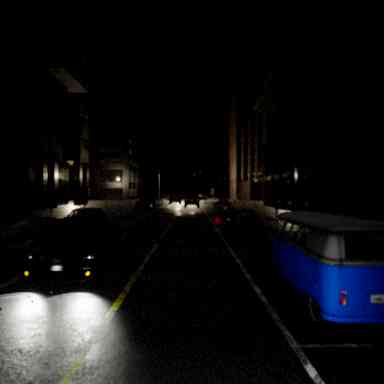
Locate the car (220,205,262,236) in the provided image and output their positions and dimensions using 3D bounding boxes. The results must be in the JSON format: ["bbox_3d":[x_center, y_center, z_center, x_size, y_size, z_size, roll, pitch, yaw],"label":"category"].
[{"bbox_3d":[2.754,1.573,17.948,1.802,1.307,4.206,0,0,0],"label":"car"}]

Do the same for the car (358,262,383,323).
[{"bbox_3d":[2.764,1.525,1.311,1.752,1.417,4.829,0,0,0],"label":"car"}]

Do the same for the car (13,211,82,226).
[{"bbox_3d":[-5.768,1.575,12.324,1.802,1.307,4.206,0,0,0],"label":"car"}]

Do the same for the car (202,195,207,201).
[{"bbox_3d":[2.714,1.414,83.938,1.967,1.590,4.097,0,0,0],"label":"car"}]

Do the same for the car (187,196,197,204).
[{"bbox_3d":[-0.037,1.482,61.747,1.837,1.490,4.892,0,0,0],"label":"car"}]

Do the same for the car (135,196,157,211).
[{"bbox_3d":[-5.785,1.527,40.333,1.887,1.381,4.507,0,0,0],"label":"car"}]

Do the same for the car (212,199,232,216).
[{"bbox_3d":[2.980,1.440,32.569,1.801,1.575,5.366,0,0,0],"label":"car"}]

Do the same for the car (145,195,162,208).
[{"bbox_3d":[-5.787,1.295,45.935,2.192,1.841,5.009,0,0,0],"label":"car"}]

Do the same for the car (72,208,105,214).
[{"bbox_3d":[-5.771,1.556,17.927,1.947,1.339,4.313,0,0,0],"label":"car"}]

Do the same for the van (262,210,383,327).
[{"bbox_3d":[2.761,1.337,6.743,1.690,1.788,3.998,0,0,0],"label":"van"}]

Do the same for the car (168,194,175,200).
[{"bbox_3d":[-5.817,1.414,95.132,1.967,1.590,4.097,0,0,0],"label":"car"}]

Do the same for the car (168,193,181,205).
[{"bbox_3d":[-3.041,1.200,60.103,2.150,2.045,5.566,0,0,0],"label":"car"}]

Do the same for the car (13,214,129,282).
[{"bbox_3d":[-3.106,1.558,9.629,1.994,1.385,4.181,0,0,0],"label":"car"}]

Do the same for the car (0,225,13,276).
[{"bbox_3d":[-5.764,1.436,6.723,1.967,1.590,4.097,0,0,0],"label":"car"}]

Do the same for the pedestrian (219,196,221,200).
[{"bbox_3d":[2.979,1.278,35.565,0.375,1.860,0.375,0,0,0],"label":"pedestrian"}]

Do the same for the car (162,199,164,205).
[{"bbox_3d":[-5.791,1.504,51.367,1.752,1.417,4.829,0,0,0],"label":"car"}]

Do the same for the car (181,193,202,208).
[{"bbox_3d":[-0.013,1.202,47.633,2.150,2.045,5.566,0,0,0],"label":"car"}]

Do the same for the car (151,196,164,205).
[{"bbox_3d":[-5.795,1.503,56.969,1.752,1.417,4.829,0,0,0],"label":"car"}]
